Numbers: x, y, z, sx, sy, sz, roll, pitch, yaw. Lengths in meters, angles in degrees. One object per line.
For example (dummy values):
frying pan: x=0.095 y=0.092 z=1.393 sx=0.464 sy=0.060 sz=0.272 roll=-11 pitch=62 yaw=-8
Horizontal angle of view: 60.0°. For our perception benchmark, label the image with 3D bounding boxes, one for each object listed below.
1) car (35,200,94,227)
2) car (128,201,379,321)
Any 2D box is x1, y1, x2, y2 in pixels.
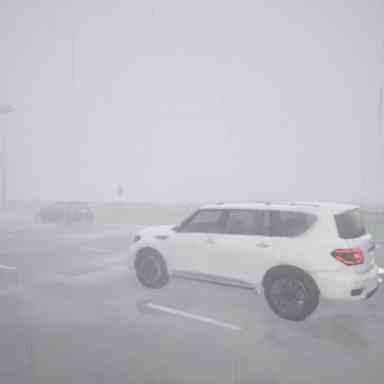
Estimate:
car: x=-8.946 y=1.355 z=23.269 sx=4.553 sy=1.767 sz=2.097 roll=0 pitch=0 yaw=35
car: x=1.052 y=1.222 z=7.542 sx=5.566 sy=2.045 sz=2.150 roll=0 pitch=0 yaw=35
